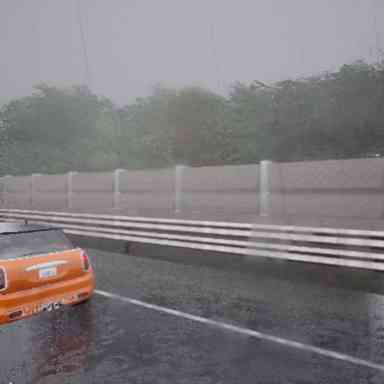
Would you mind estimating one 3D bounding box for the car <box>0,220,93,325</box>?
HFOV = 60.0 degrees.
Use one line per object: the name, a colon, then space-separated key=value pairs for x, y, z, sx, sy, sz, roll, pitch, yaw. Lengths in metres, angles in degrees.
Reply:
car: x=-4.141 y=1.378 z=6.850 sx=4.553 sy=1.767 sz=2.097 roll=0 pitch=0 yaw=36
